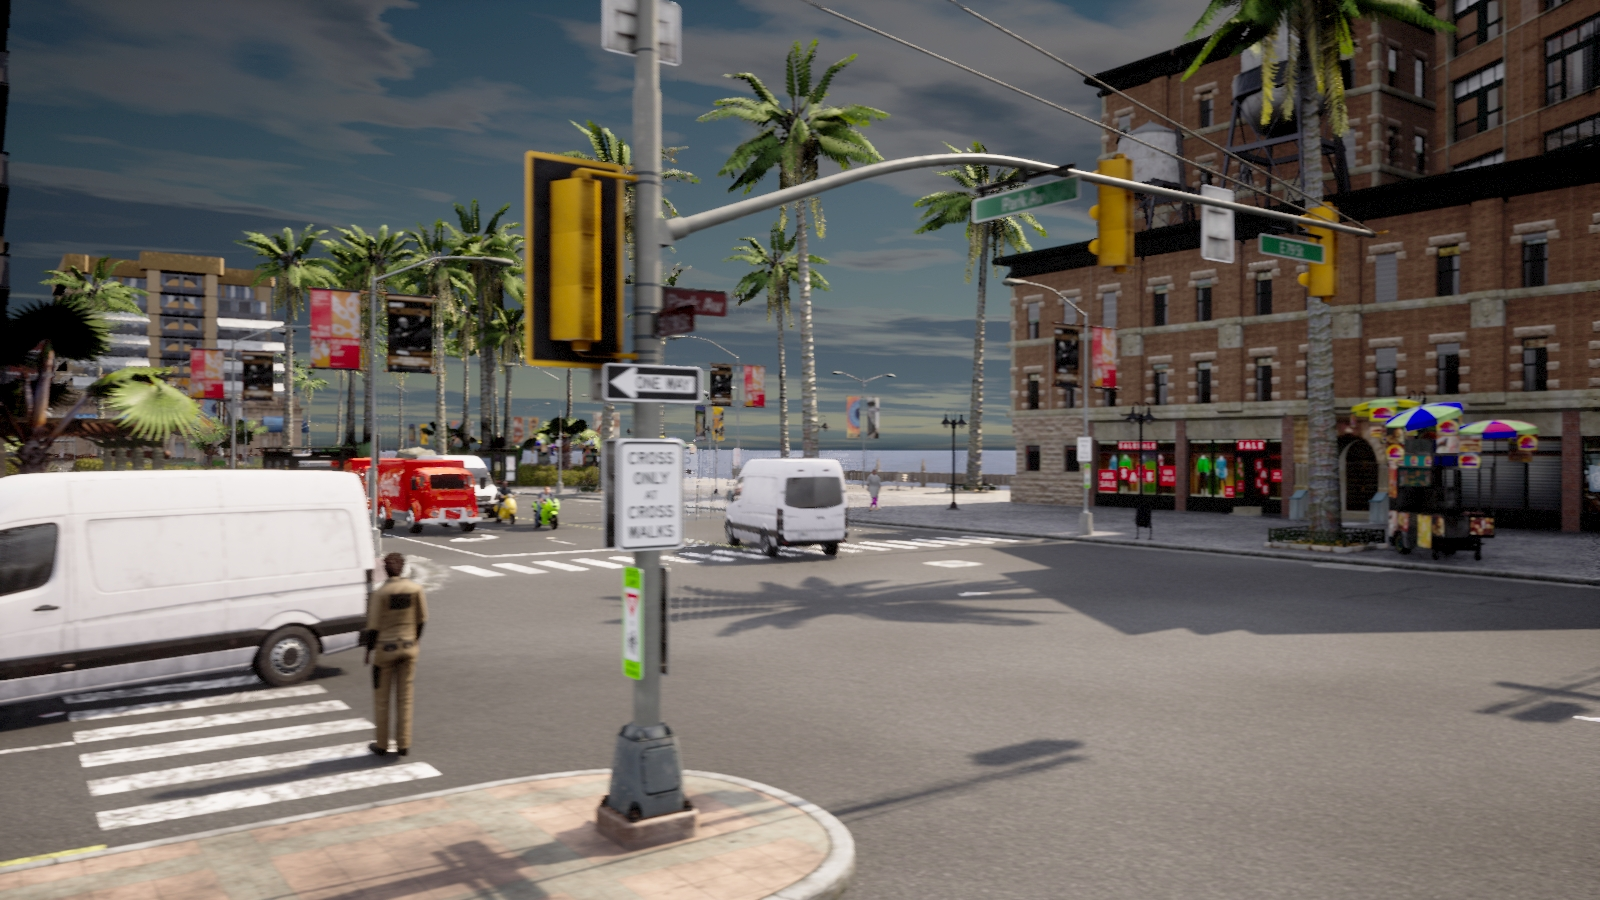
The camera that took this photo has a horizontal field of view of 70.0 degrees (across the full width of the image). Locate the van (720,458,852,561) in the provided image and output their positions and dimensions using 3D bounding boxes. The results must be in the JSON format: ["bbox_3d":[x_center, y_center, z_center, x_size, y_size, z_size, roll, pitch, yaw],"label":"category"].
[{"bbox_3d":[-0.539,1.524,31.996,1.988,2.561,5.915,0,0,-18],"label":"van"}]

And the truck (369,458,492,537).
[{"bbox_3d":[-12.880,1.550,39.599,2.627,2.467,5.204,0,0,-35],"label":"truck"}]

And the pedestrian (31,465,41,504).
[{"bbox_3d":[-37.126,1.671,55.518,0.375,1.860,0.375,0,0,-39],"label":"pedestrian"}]

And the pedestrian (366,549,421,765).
[{"bbox_3d":[-3.673,1.844,10.328,0.375,1.860,0.375,0,0,-36],"label":"pedestrian"}]

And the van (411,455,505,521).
[{"bbox_3d":[-14.398,1.516,47.857,1.988,2.561,5.915,0,0,-35],"label":"van"}]

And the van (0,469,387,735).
[{"bbox_3d":[-7.883,1.530,12.818,1.988,2.561,5.915,0,0,39],"label":"van"}]

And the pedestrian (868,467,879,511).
[{"bbox_3d":[3.148,1.681,49.054,0.375,1.860,0.375,0,0,-19],"label":"pedestrian"}]
